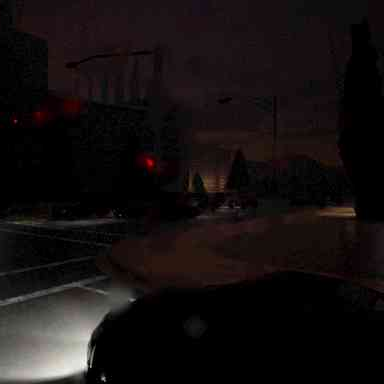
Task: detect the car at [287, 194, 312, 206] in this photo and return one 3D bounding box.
[{"bbox_3d":[17.395,1.506,53.087,1.837,1.490,4.892,0,0,36],"label":"car"}]

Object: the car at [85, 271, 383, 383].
[{"bbox_3d":[0.837,1.564,3.403,4.181,1.385,1.994,0,0,35],"label":"car"}]

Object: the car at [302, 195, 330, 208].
[{"bbox_3d":[17.829,1.564,47.730,1.994,1.385,4.181,0,0,36],"label":"car"}]

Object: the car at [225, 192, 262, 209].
[{"bbox_3d":[7.016,1.221,45.069,2.150,2.045,5.566,0,0,36],"label":"car"}]

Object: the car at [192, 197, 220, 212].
[{"bbox_3d":[0.717,1.352,36.409,2.097,1.767,4.553,0,0,36],"label":"car"}]

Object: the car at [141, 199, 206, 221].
[{"bbox_3d":[-1.365,1.547,27.237,2.033,1.411,5.357,0,0,36],"label":"car"}]

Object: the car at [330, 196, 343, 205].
[{"bbox_3d":[24.487,1.492,56.901,2.128,1.511,4.902,0,0,36],"label":"car"}]

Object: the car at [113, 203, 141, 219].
[{"bbox_3d":[-4.600,1.601,29.079,1.895,1.301,4.718,0,0,36],"label":"car"}]

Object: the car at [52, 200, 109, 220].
[{"bbox_3d":[-9.403,1.478,28.435,1.882,1.535,5.008,0,0,36],"label":"car"}]

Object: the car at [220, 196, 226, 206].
[{"bbox_3d":[1.854,1.547,43.926,2.033,1.411,5.357,0,0,36],"label":"car"}]
